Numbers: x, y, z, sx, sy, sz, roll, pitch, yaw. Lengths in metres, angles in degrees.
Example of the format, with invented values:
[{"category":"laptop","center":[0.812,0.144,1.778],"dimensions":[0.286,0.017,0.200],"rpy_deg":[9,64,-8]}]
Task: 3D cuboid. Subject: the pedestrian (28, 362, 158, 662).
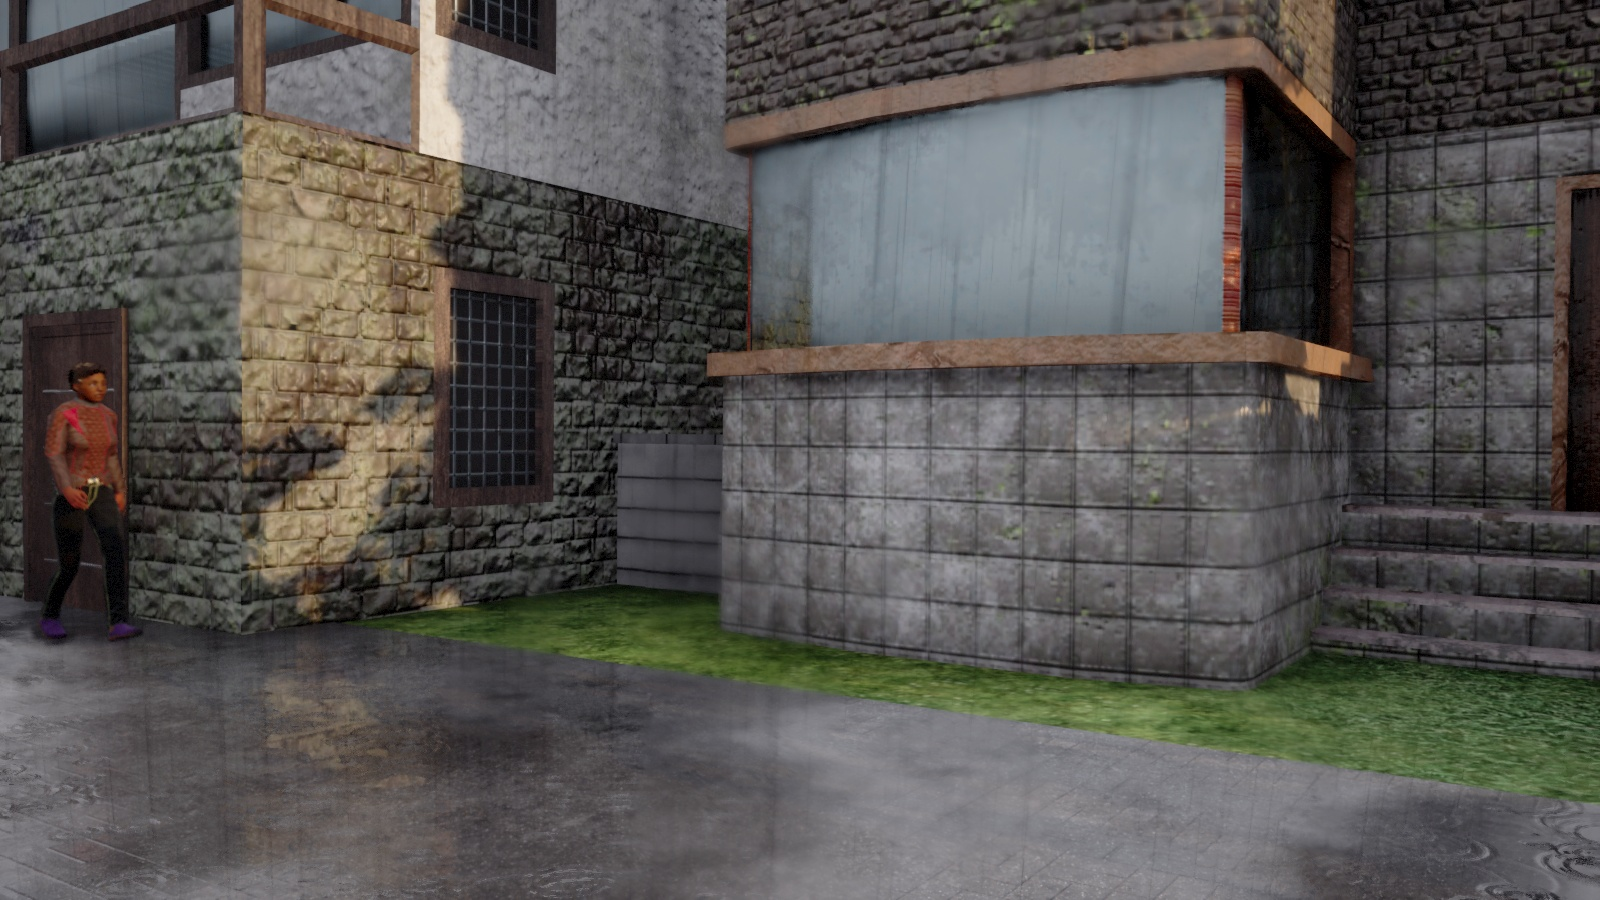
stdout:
[{"category":"pedestrian","center":[-4.473,0.373,7.937],"dimensions":[0.869,1.805,0.328],"rpy_deg":[0,1,33]}]
